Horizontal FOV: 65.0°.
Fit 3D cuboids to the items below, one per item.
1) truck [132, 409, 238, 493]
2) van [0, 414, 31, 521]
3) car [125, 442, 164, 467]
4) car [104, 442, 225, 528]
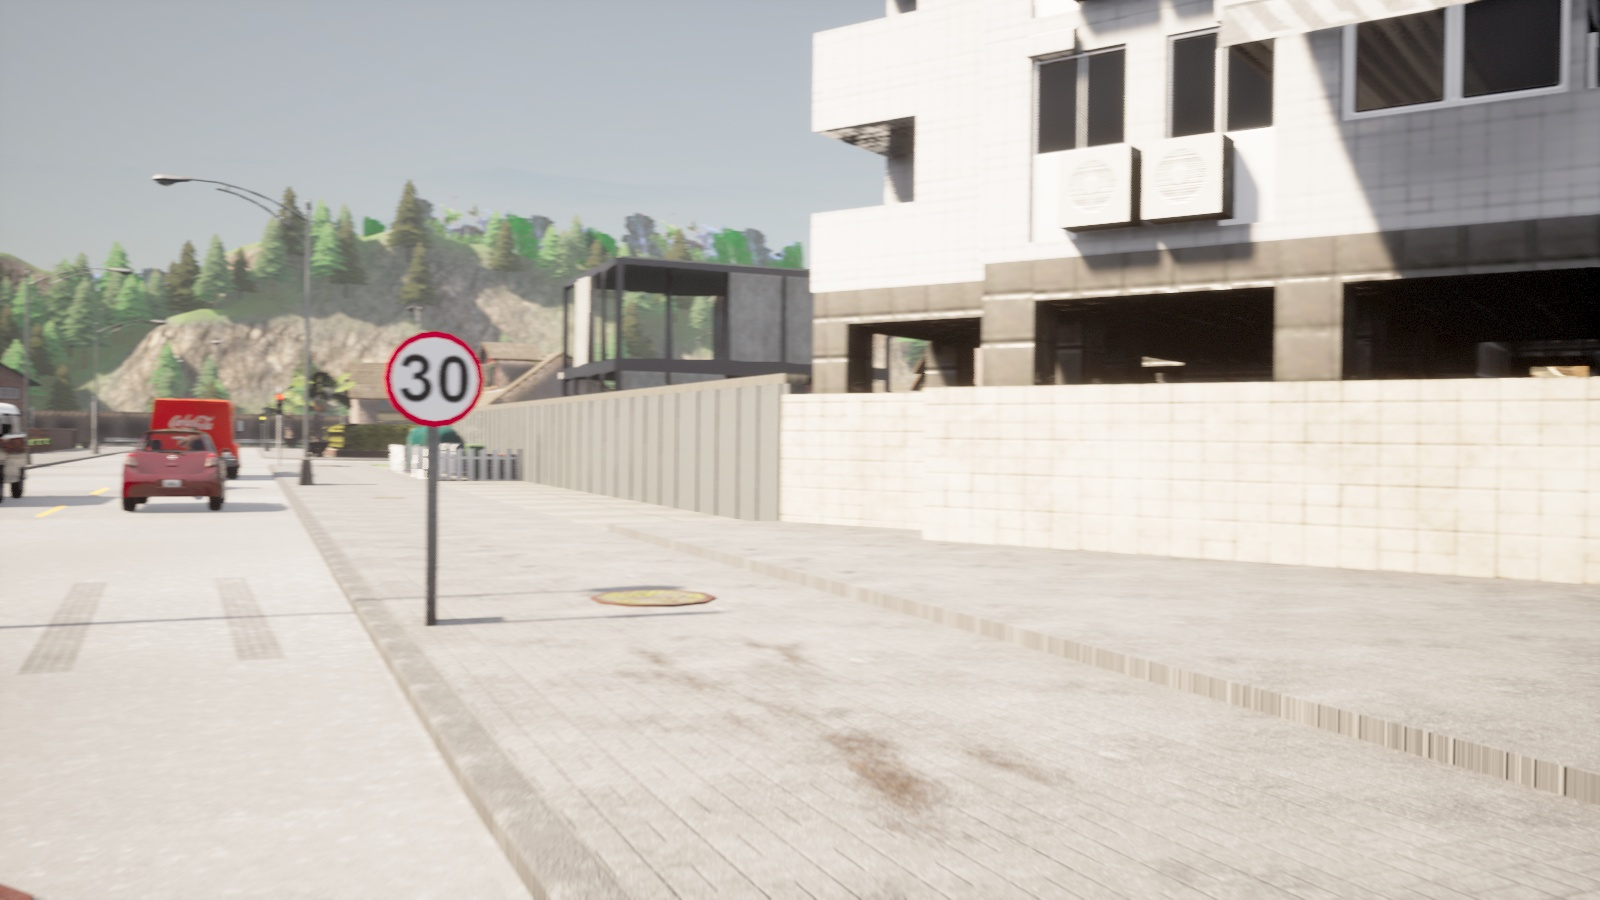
[{"bbox_3d":[-19.274,-0.004,39.627,2.627,2.467,5.204,-1,1,-22],"label":"truck"},{"bbox_3d":[-16.849,0.324,24.978,2.069,2.038,4.480,-1,1,-24],"label":"van"},{"bbox_3d":[-40.353,0.271,77.418,1.845,1.501,3.633,-1,1,-23],"label":"car"},{"bbox_3d":[-12.060,0.597,24.034,1.845,1.501,3.633,-1,1,-23],"label":"car"}]
